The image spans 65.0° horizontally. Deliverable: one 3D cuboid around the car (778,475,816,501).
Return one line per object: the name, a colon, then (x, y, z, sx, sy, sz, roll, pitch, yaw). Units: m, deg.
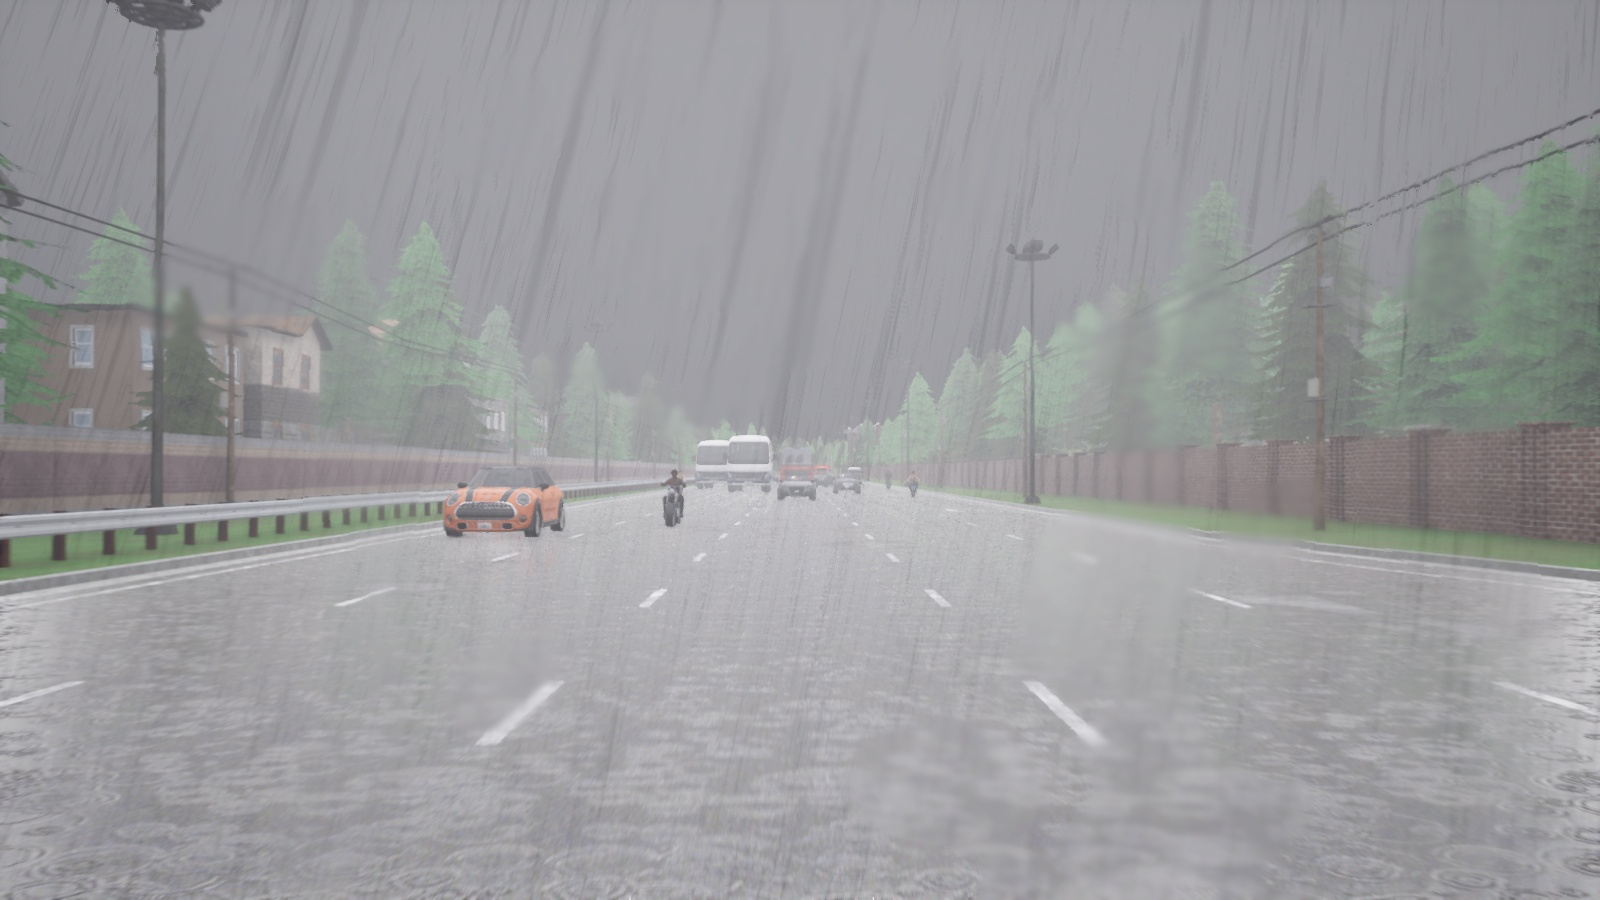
car: (-0.165, 2.043, 68.102, 1.994, 1.385, 4.181, 0, -1, 0)

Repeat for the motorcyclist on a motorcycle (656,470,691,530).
motorcyclist on a motorcycle: (-3.587, 1.392, 35.805, 0.766, 1.649, 2.350, 0, -1, 0)

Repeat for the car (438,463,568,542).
car: (-7.075, 1.222, 30.434, 2.097, 1.767, 4.553, 0, -1, 0)

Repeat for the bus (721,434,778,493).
bus: (-3.740, 1.090, 95.756, 3.944, 4.253, 10.273, 0, -1, 0)

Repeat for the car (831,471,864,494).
car: (3.286, 2.267, 88.289, 2.128, 1.511, 4.902, 0, -1, 0)
